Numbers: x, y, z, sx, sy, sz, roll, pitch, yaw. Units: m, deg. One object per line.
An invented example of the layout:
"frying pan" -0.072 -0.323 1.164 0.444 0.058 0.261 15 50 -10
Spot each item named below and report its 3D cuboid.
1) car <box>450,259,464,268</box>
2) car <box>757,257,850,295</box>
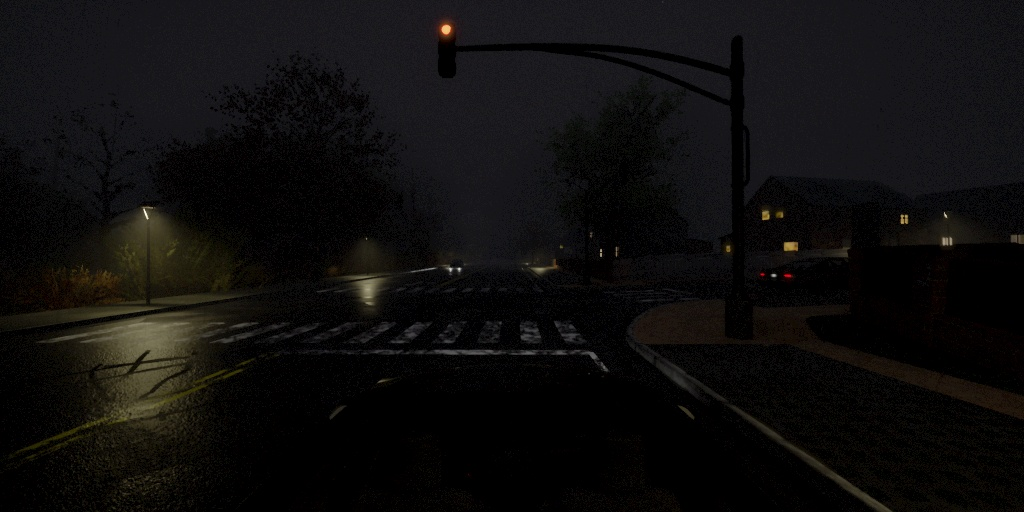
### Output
"car" -9.698 1.310 63.260 1.837 1.490 4.892 0 0 0
"car" 12.835 0.746 14.387 5.357 1.411 2.033 -2 -1 -6
